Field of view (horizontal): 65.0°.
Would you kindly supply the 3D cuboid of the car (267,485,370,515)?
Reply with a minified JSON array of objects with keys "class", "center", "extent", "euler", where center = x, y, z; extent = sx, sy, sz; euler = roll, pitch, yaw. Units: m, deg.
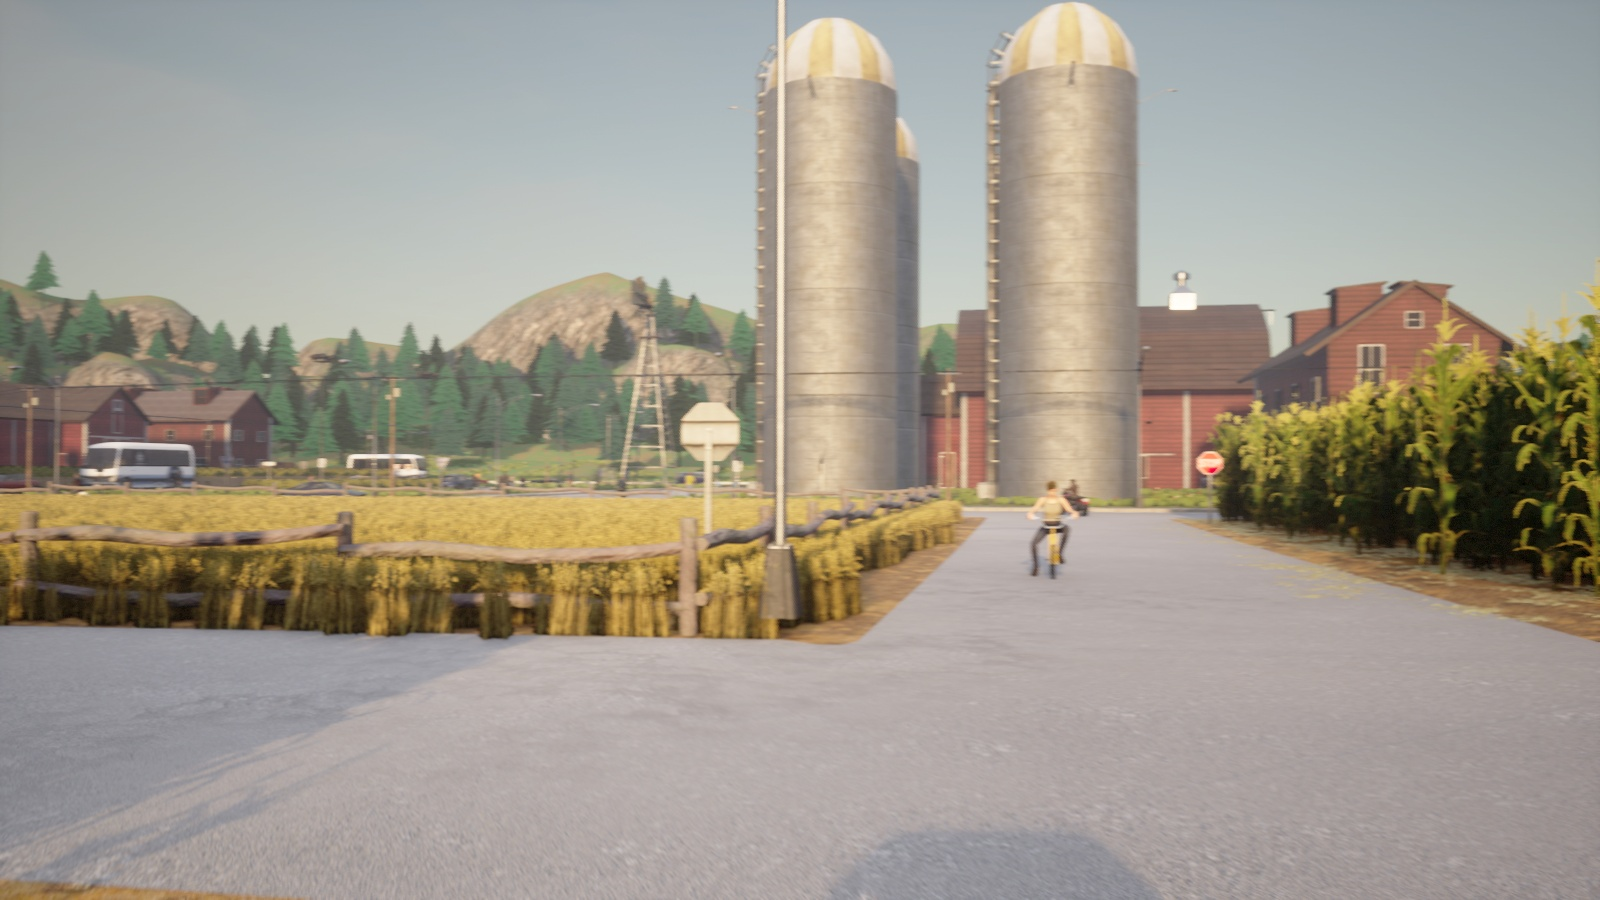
[{"class":"car","center":[-23.148,2.398,60.444],"extent":[4.181,1.385,1.994],"euler":[0,-1,7]}]

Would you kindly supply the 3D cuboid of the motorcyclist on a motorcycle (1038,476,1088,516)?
[{"class":"motorcyclist on a motorcycle","center":[11.408,1.975,54.546],"extent":[0.766,1.649,2.350],"euler":[-2,0,-25]}]

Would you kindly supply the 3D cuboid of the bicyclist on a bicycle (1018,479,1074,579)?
[{"class":"bicyclist on a bicycle","center":[4.110,1.292,21.064],"extent":[0.866,1.612,1.509],"euler":[-1,-1,10]}]
